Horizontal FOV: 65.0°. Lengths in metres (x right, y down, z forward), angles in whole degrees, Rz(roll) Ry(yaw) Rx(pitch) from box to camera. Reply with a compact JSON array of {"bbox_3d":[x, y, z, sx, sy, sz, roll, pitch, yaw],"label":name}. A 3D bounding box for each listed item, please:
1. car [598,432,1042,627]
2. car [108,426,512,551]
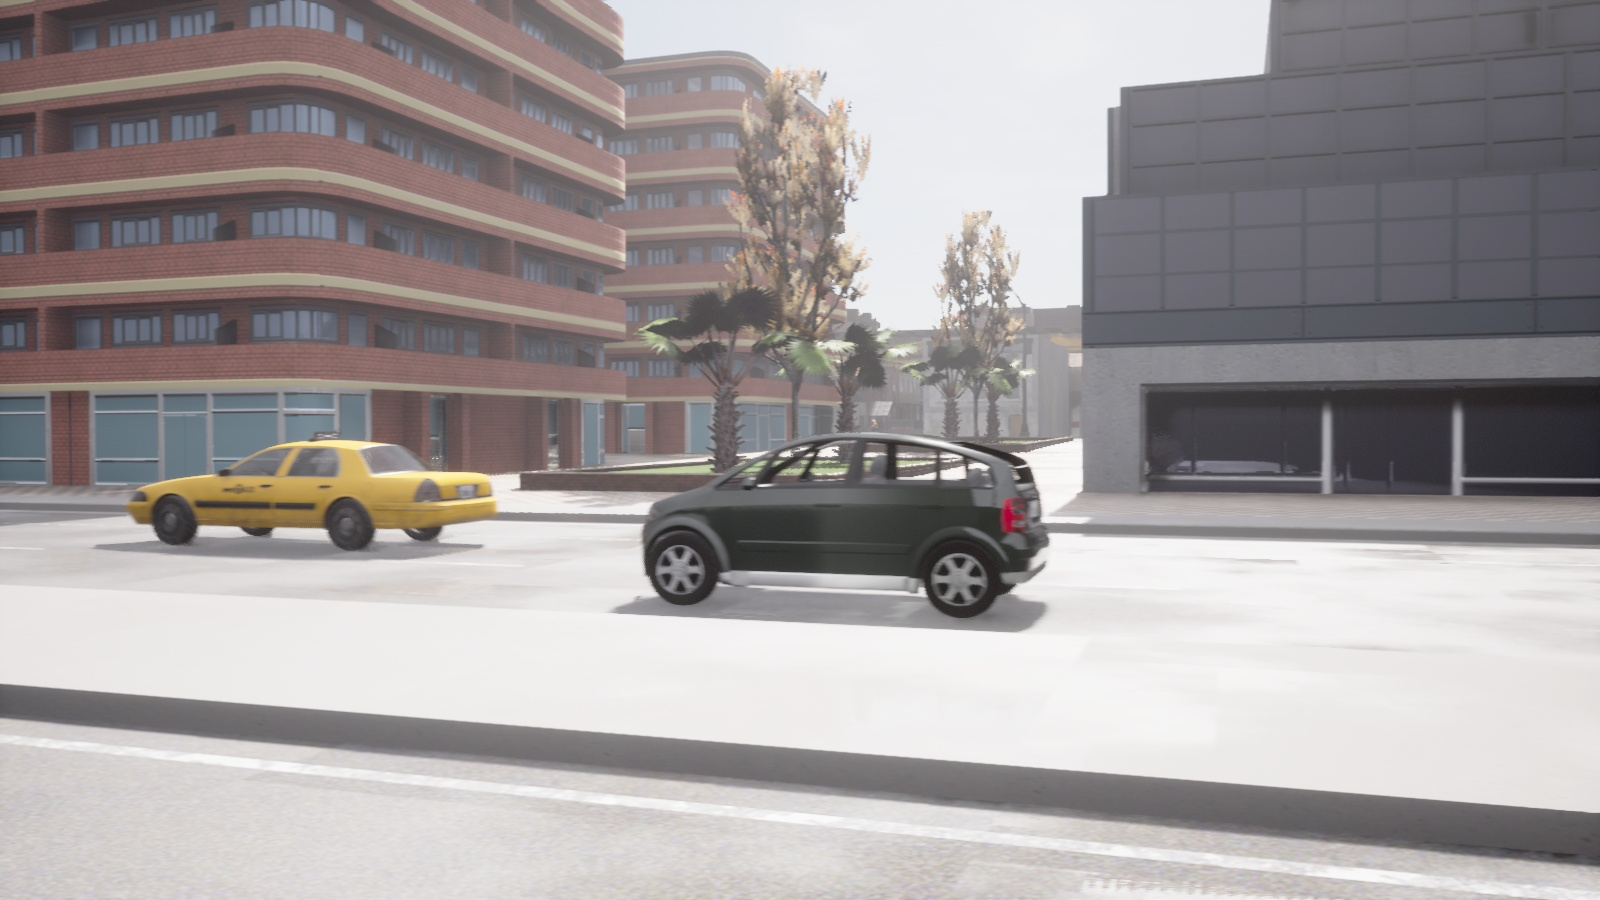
[{"bbox_3d":[0.225,0.621,11.551,3.705,1.549,1.789,1,1,19],"label":"car"},{"bbox_3d":[-6.871,0.458,17.618,5.366,1.575,1.801,1,1,19],"label":"car"}]
